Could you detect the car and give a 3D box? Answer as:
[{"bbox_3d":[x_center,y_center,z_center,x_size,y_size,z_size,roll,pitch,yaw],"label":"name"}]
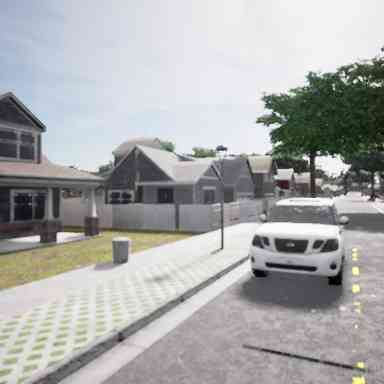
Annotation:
[{"bbox_3d":[3.453,1.239,10.137,2.150,2.045,5.566,0,0,26],"label":"car"}]
